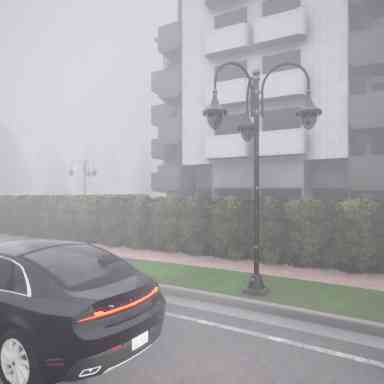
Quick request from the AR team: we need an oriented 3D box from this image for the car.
[{"bbox_3d":[-2.698,1.505,5.158,4.892,1.490,1.837,0,0,31],"label":"car"}]
